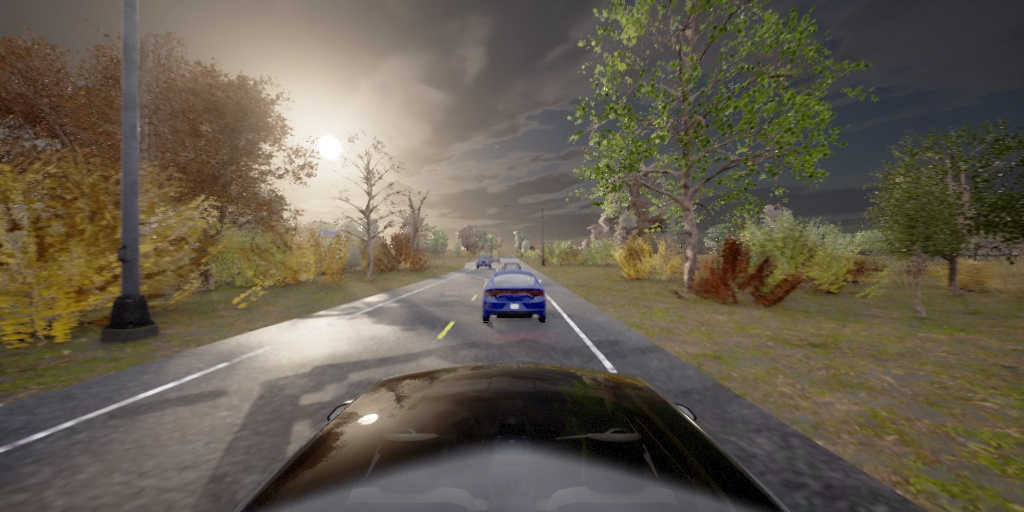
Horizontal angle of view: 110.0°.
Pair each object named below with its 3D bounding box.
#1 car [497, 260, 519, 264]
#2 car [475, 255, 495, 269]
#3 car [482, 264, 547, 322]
[{"bbox_3d":[0.008,1.238,28.641,1.994,1.385,4.181,0,0,0],"label":"car"},{"bbox_3d":[-3.937,0.813,51.022,2.150,2.045,5.566,0,0,-3],"label":"car"},{"bbox_3d":[0.040,1.198,12.151,1.882,1.535,5.008,0,0,-1],"label":"car"}]
